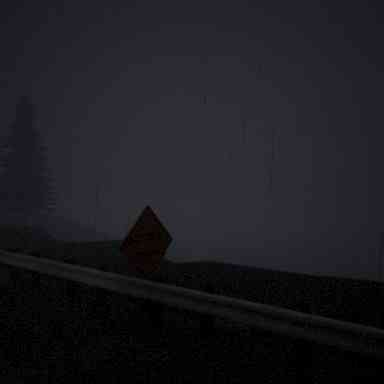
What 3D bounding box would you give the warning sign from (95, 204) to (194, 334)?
[{"bbox_3d":[-0.783,1.153,5.719,1.060,1.860,1.300,-1,0,36],"label":"warning sign"}]
